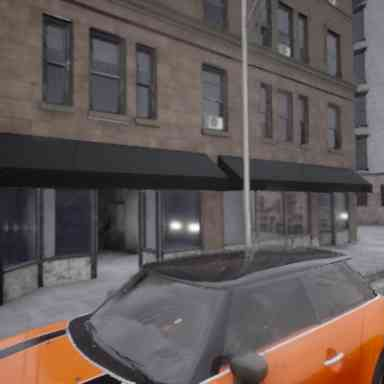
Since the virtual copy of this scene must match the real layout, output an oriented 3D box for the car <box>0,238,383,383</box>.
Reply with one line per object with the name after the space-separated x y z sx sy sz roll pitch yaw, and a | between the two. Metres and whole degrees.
0.107 1.432 3.124 4.553 1.767 2.097 0 -2 -38 | car
